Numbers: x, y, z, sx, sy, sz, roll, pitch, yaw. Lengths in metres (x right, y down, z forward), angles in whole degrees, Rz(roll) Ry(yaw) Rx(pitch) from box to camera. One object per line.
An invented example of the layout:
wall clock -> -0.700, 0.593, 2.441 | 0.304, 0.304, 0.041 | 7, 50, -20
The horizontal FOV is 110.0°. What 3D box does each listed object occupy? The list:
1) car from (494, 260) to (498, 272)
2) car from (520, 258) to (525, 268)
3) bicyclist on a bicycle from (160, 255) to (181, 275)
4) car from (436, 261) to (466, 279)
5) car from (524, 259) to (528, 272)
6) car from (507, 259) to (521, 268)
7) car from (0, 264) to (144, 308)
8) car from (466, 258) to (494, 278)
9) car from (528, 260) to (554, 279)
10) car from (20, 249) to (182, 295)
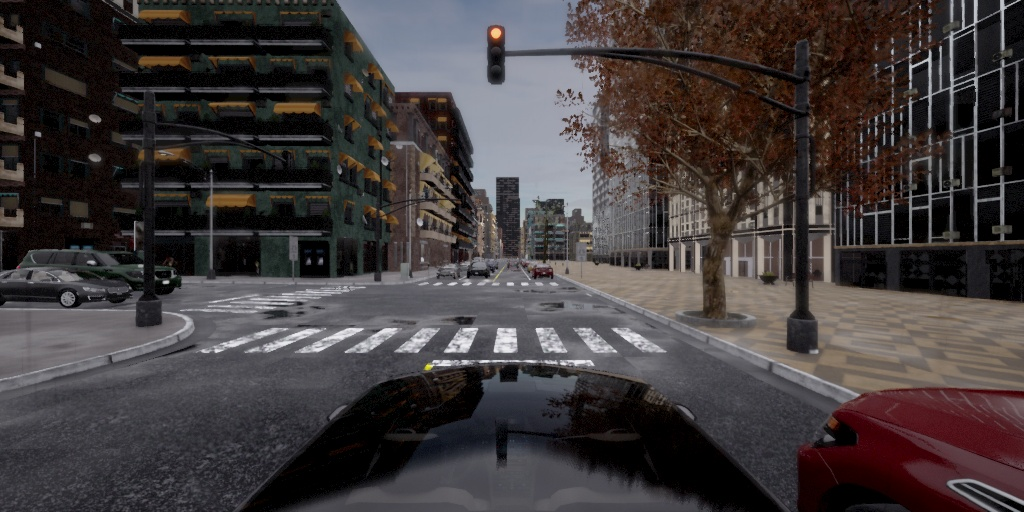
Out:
car -> -3.035, 1.374, 43.683 | 1.895, 1.301, 4.718 | 0, 0, 0
car -> 2.755, 1.375, 60.028 | 1.802, 1.307, 4.207 | 0, 0, 0
bicyclist on a bicycle -> -23.144, 0.761, 24.238 | 0.582, 1.620, 1.656 | 1, 0, -1
car -> -5.655, 1.313, 32.375 | 2.007, 1.370, 4.403 | 0, 0, 0
car -> 2.737, 1.298, 43.601 | 1.751, 1.417, 4.829 | 0, 0, 0
car -> 0.168, 1.282, 61.244 | 2.128, 1.511, 4.902 | 0, -1, 0
car -> -16.422, 1.092, 12.970 | 4.403, 1.370, 2.007 | 0, 0, -1
car -> -3.059, 1.241, 33.660 | 1.882, 1.535, 5.008 | 0, 0, 0
car -> 2.725, 1.307, 32.365 | 1.888, 1.381, 4.507 | 0, 0, 0
car -> -17.772, 0.747, 15.553 | 5.566, 2.045, 2.150 | 1, 0, 0
